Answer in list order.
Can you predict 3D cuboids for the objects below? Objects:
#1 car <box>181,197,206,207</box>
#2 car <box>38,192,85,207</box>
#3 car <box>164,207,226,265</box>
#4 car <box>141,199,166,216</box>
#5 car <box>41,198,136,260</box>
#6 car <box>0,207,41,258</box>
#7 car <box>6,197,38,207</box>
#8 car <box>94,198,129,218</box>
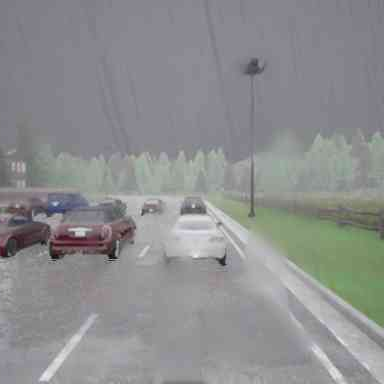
[{"bbox_3d":[0.103,1.168,28.560,2.097,1.767,4.553,0,0,0],"label":"car"},{"bbox_3d":[-10.396,1.042,27.945,2.150,2.045,5.566,0,0,0],"label":"car"},{"bbox_3d":[0.101,1.453,11.286,1.812,1.442,4.674,0,0,0],"label":"car"},{"bbox_3d":[-3.397,1.334,29.859,1.812,1.442,4.674,0,0,0],"label":"car"},{"bbox_3d":[-3.399,1.273,12.242,2.097,1.767,4.553,0,0,0],"label":"car"},{"bbox_3d":[-6.900,1.483,12.429,1.994,1.385,4.181,0,0,0],"label":"car"},{"bbox_3d":[-13.897,1.168,28.561,2.097,1.767,4.553,0,0,0],"label":"car"},{"bbox_3d":[-6.896,1.319,28.894,1.837,1.490,4.892,0,0,0],"label":"car"}]
